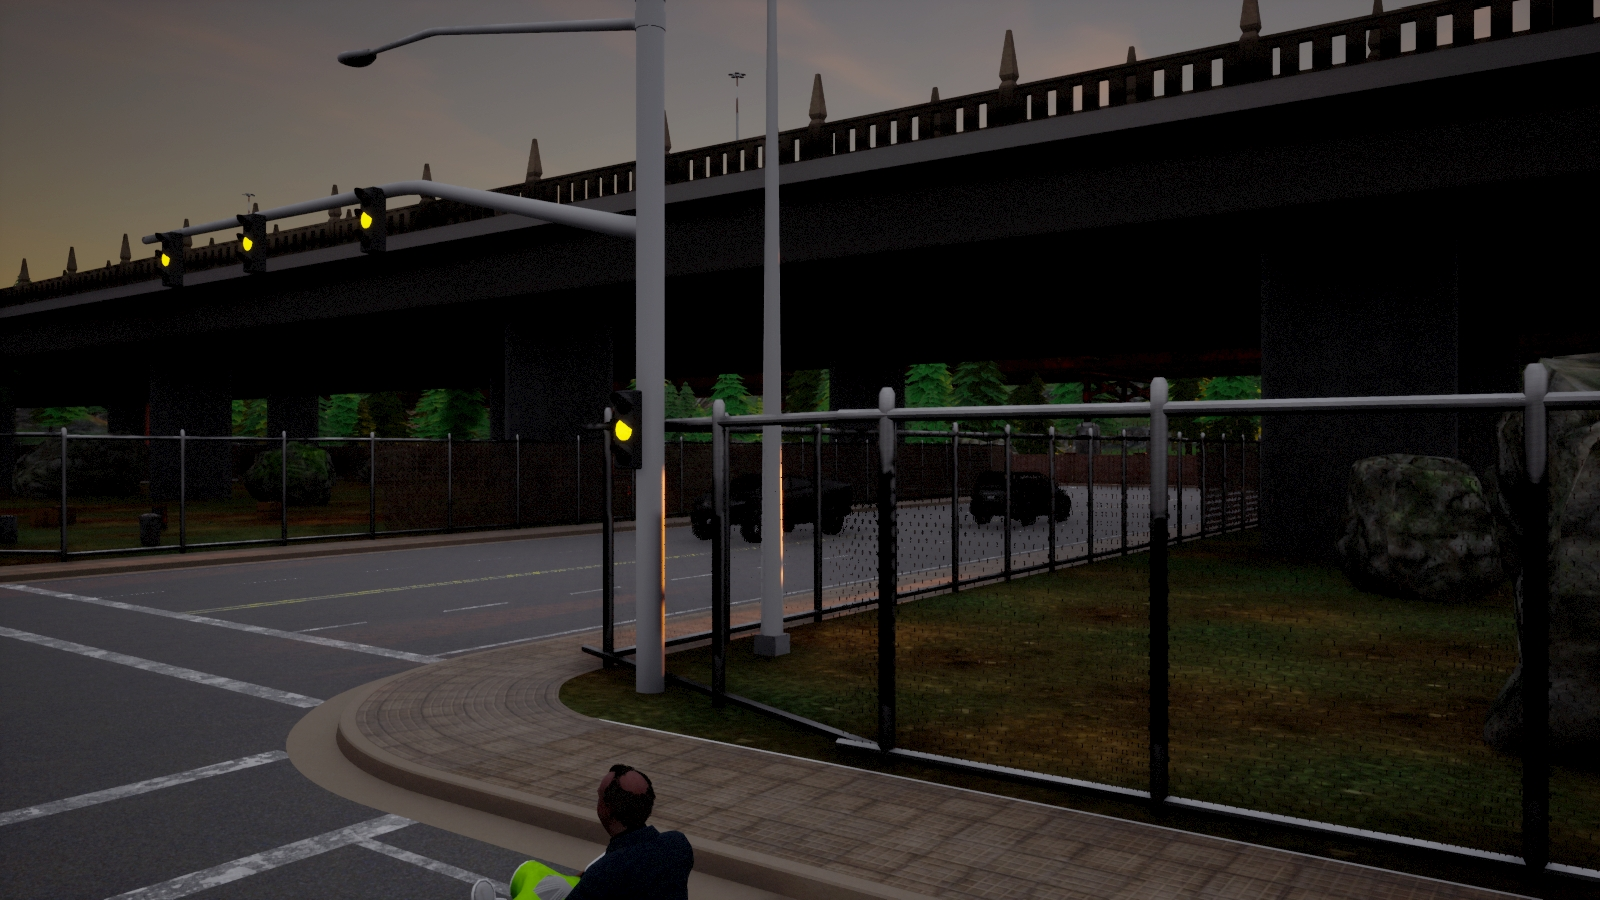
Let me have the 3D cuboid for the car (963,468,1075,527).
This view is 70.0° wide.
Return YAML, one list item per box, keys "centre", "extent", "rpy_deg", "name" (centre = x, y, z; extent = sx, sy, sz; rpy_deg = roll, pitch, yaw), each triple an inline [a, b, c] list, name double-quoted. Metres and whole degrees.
- centre: [8.584, 1.780, 44.304]
  extent: [2.150, 2.045, 5.566]
  rpy_deg: [0, 0, 35]
  name: "car"

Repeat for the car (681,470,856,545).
- centre: [-0.877, 1.753, 36.985]
  extent: [2.390, 2.098, 6.274]
  rpy_deg: [0, 0, 35]
  name: "car"
